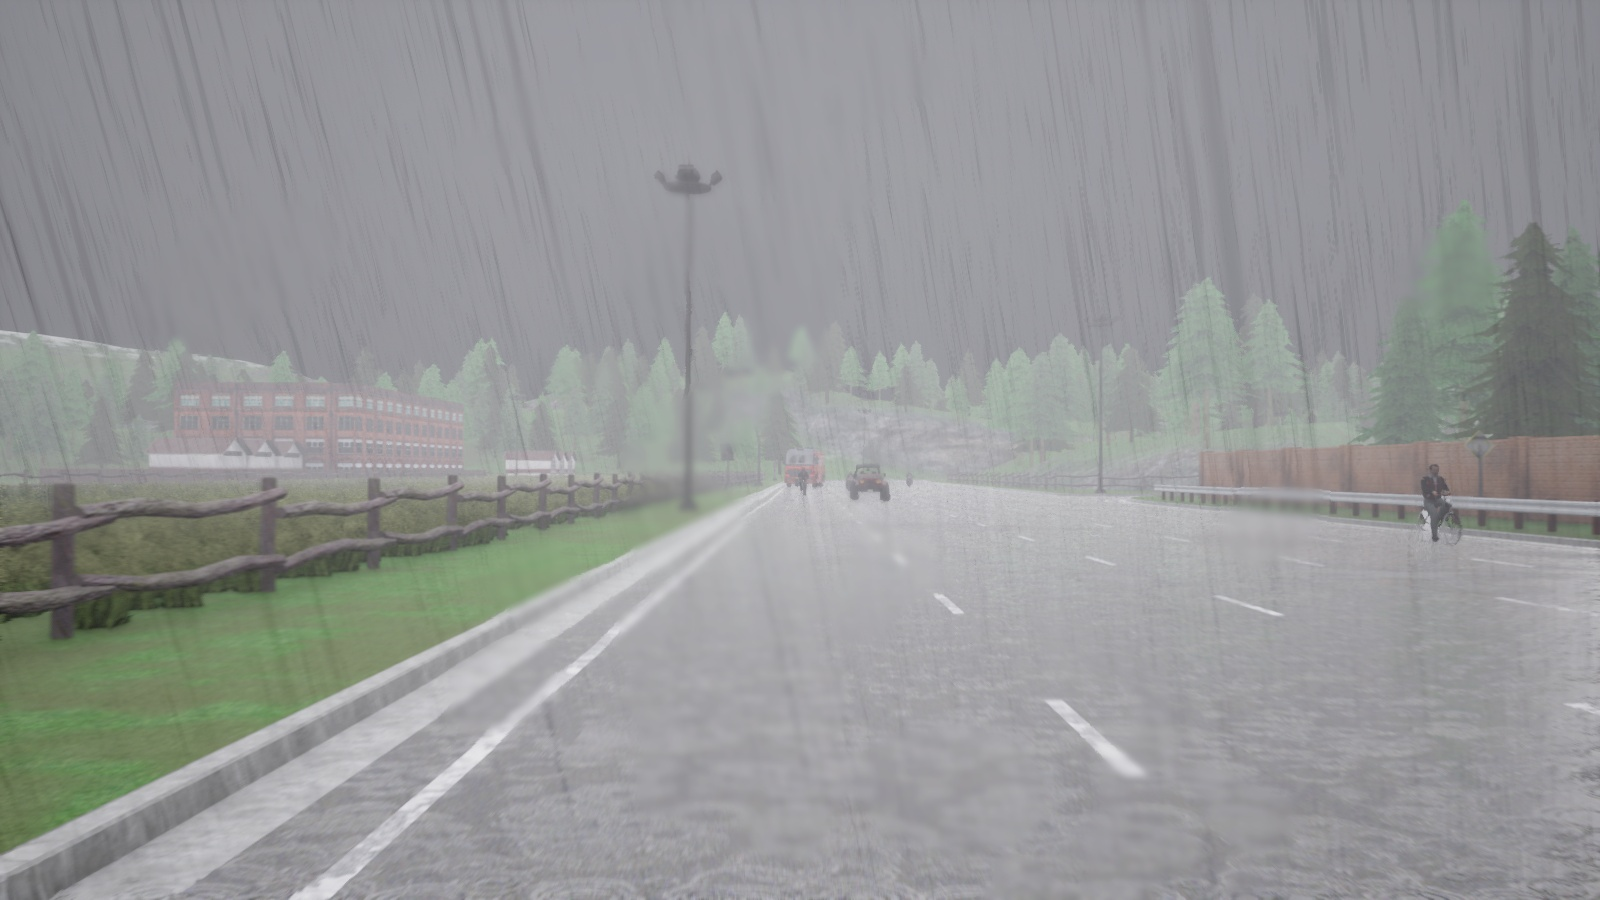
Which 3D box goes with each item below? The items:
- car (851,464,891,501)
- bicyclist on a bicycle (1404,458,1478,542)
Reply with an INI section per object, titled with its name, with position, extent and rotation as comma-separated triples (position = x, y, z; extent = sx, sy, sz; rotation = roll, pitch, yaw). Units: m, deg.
[car]
position = 3.685, 1.677, 65.794
extent = 1.905, 1.878, 3.866
rotation = 0, -1, 0
[bicyclist on a bicycle]
position = 14.052, 1.082, 27.572
extent = 0.659, 1.776, 1.843
rotation = 0, -1, 0
